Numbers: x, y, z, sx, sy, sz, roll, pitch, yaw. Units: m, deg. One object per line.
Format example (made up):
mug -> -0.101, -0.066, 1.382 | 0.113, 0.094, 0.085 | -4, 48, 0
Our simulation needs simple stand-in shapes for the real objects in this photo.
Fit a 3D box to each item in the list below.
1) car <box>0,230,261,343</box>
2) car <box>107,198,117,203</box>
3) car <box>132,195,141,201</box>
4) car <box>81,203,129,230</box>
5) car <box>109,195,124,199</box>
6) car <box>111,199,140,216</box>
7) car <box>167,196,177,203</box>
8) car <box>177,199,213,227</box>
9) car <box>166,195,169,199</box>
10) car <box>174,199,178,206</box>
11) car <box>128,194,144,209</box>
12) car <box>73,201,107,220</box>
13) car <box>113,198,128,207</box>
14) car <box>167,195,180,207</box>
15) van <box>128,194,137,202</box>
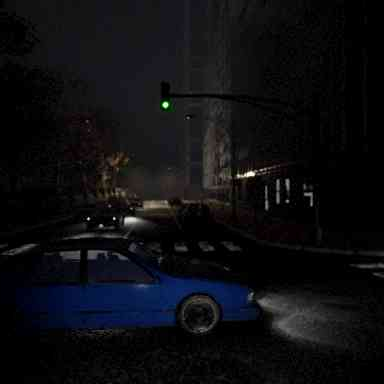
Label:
car -> -1.606, 1.553, 5.890 | 5.357, 1.411, 2.033 | 0, 0, -4
car -> -9.158, 1.560, 33.386 | 2.008, 1.369, 4.403 | 0, 0, -6
car -> -14.063, 1.557, 84.299 | 1.802, 1.307, 4.206 | 0, 0, -6
car -> -5.375, 1.607, 21.110 | 1.895, 1.301, 4.718 | 0, 0, -5
car -> -10.247, 1.328, 44.700 | 2.192, 1.841, 5.009 | 0, 0, -6
car -> -6.484, 1.612, 32.632 | 1.895, 1.301, 4.718 | 0, 0, -5
car -> -4.101, 1.533, 68.293 | 1.752, 1.417, 4.829 | 0, 0, -6
car -> 0.275, 1.452, 22.881 | 1.967, 1.590, 4.097 | 0, 0, -6
car -> -2.994, 1.457, 56.810 | 1.967, 1.590, 4.097 | 0, 0, -6
car -> -0.271, 1.580, 28.536 | 1.947, 1.339, 4.313 | 0, 0, -6
car -> -7.766, 1.493, 46.176 | 1.882, 1.535, 5.008 | 0, 0, -5
car -> -8.612, 1.552, 27.729 | 1.887, 1.381, 4.507 | 0, 0, -6
car -> -10.793, 1.594, 50.355 | 1.802, 1.307, 4.206 | 0, 0, -6
car -> -2.450, 1.585, 51.155 | 1.947, 1.339, 4.313 | 0, 0, -6
van -> -12.971, 1.335, 72.985 | 1.690, 1.788, 3.998 | 0, 0, -6
